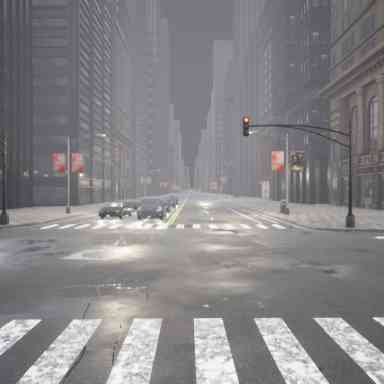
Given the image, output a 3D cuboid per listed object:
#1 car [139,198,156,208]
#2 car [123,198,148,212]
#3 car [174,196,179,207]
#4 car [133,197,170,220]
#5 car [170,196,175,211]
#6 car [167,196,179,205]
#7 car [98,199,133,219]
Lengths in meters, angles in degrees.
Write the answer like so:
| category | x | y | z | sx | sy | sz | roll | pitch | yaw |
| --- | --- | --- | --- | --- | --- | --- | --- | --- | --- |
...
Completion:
| category | x | y | z | sx | sy | sz | roll | pitch | yaw |
| --- | --- | --- | --- | --- | --- | --- | --- | --- | --- |
| car | -6.565 | 1.565 | 49.509 | 1.895 | 1.301 | 4.718 | 0 | 0 | 0 |
| car | -6.567 | 1.522 | 39.423 | 2.033 | 1.411 | 5.357 | 0 | 0 | 0 |
| car | -3.319 | 1.530 | 47.439 | 1.994 | 1.385 | 4.181 | 0 | 0 | 0 |
| car | -3.326 | 1.337 | 28.066 | 2.097 | 1.767 | 4.553 | 0 | 0 | 0 |
| car | -3.320 | 1.524 | 37.540 | 2.033 | 1.411 | 5.357 | 0 | 0 | 0 |
| car | -3.273 | 1.455 | 57.813 | 1.837 | 1.490 | 4.892 | 0 | 0 | 0 |
| car | -6.551 | 1.531 | 29.324 | 2.033 | 1.411 | 5.357 | 0 | 0 | 4 |
